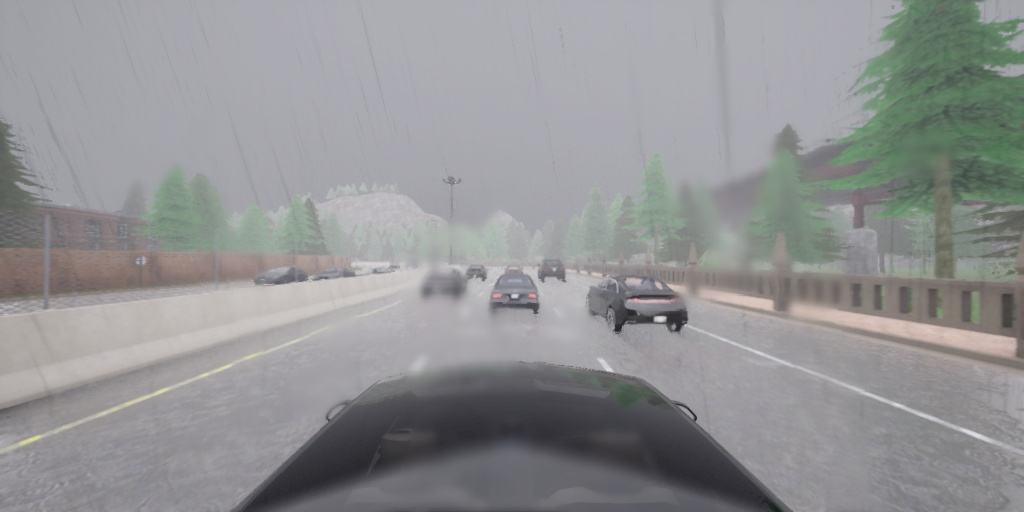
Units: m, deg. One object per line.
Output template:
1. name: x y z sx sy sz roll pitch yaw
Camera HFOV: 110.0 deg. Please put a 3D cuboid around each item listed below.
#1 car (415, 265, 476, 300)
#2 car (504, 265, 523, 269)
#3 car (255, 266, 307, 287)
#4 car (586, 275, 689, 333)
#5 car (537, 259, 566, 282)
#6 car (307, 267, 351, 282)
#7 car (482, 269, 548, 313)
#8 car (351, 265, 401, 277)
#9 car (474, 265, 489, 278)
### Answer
1. car: -3.374 1.417 18.810 2.128 1.511 4.902 0 -1 0
2. car: 0.143 1.631 35.567 1.812 1.442 4.674 0 -1 0
3. car: -17.553 1.527 27.678 1.812 1.442 4.674 0 -1 0
4. car: 3.596 1.345 11.097 2.128 1.511 4.902 0 -1 0
5. car: 3.659 1.310 33.634 2.150 2.045 5.566 0 -1 0
6. car: -14.064 1.581 28.774 1.994 1.385 4.181 0 -1 0
7. car: 0.115 1.433 14.614 2.033 1.411 5.357 0 -1 0
8. car: -10.555 1.617 28.309 1.895 1.301 4.718 0 -1 0
9. car: -3.342 1.596 34.666 1.837 1.490 4.892 0 -1 0
